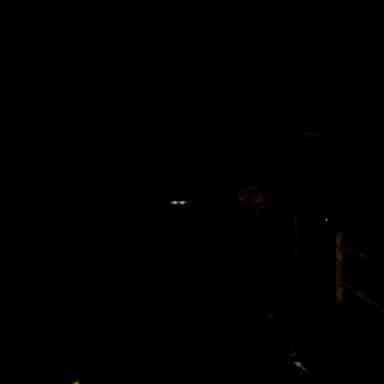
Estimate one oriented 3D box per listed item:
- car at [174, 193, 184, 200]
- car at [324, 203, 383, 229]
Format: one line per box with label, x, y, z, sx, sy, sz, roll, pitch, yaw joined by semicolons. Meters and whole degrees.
car;-2.747;0.879;72.092;1.882;1.535;5.008;0;0;0
car;10.610;1.421;20.221;4.892;1.490;1.837;0;1;0
